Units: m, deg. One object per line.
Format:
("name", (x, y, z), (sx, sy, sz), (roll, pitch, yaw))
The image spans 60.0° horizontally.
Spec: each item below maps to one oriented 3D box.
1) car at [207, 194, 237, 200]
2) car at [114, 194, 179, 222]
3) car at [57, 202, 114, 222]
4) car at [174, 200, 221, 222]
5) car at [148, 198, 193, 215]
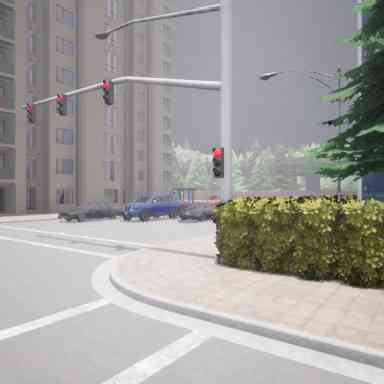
("car", (3.074, 1.221, 35.581), (2.150, 2.045, 5.566), (0, 0, 36))
("car", (-3.269, 1.221, 26.946), (2.150, 2.045, 5.566), (0, 0, 36))
("car", (-7.891, 1.547, 26.560), (2.033, 1.411, 5.357), (0, 0, 36))
("car", (0.871, 1.564, 26.395), (1.994, 1.385, 4.181), (0, 0, 37))
("car", (-2.088, 1.478, 34.469), (1.882, 1.535, 5.008), (0, 0, 36))
